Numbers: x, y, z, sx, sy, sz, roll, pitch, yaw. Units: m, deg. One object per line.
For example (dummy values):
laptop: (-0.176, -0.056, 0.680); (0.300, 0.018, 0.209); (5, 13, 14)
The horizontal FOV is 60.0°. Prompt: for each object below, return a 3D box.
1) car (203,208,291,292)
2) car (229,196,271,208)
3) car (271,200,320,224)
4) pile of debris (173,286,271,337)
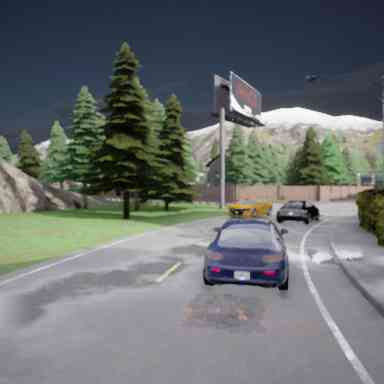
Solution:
car: (1.469, 1.383, 8.580); (1.812, 1.442, 4.674); (0, 1, 13)
car: (4.429, 1.099, 24.762); (1.882, 1.535, 5.008); (1, 1, 33)
car: (6.888, 1.211, 21.426); (1.994, 1.385, 4.181); (1, 1, 31)
pile of debris: (0.602, 2.075, 6.019); (1.500, 0.140, 1.860); (0, 1, 10)
